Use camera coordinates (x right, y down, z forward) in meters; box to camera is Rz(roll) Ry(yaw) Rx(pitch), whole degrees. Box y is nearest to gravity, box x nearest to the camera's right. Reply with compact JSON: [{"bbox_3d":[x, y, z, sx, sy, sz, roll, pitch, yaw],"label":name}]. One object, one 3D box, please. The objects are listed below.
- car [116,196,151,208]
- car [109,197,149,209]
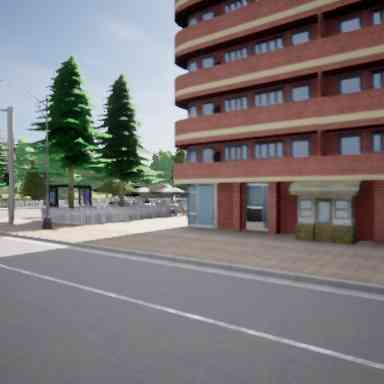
[{"bbox_3d":[-8.607,1.445,49.291,2.128,1.511,4.902,0,0,39],"label":"car"},{"bbox_3d":[-7.522,1.445,39.047,2.128,1.511,4.902,0,0,36],"label":"car"}]
